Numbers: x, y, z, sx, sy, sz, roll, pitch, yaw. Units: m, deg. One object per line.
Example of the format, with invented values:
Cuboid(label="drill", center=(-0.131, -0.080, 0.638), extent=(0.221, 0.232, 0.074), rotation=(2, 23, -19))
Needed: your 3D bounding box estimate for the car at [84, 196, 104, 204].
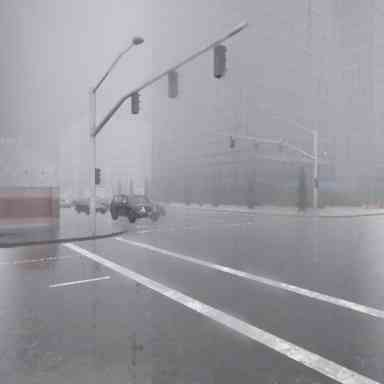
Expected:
Cuboid(label="car", center=(-19.094, 1.492, 64.778), extent=(2.128, 1.511, 4.902), rotation=(0, 0, -36))

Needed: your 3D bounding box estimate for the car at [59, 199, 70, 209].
Cuboid(label="car", center=(-17.486, 1.601, 44.167), extent=(1.895, 1.301, 4.718), rotation=(0, 0, -35))

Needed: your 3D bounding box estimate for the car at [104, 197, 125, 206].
Cuboid(label="car", center=(-13.128, 1.526, 56.444), extent=(1.812, 1.442, 4.674), rotation=(0, 0, -36))

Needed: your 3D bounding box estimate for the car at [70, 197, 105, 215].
Cuboid(label="car", center=(-10.565, 1.547, 34.488), extent=(2.033, 1.411, 5.357), rotation=(0, 0, -36))

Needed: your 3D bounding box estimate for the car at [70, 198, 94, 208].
Cuboid(label="car", center=(-15.901, 1.600, 47.972), extent=(1.895, 1.301, 4.718), rotation=(0, 0, -35))

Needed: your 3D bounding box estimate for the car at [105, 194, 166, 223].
Cuboid(label="car", center=(-4.607, 1.221, 26.145), extent=(2.150, 2.045, 5.566), rotation=(0, 0, -35))
